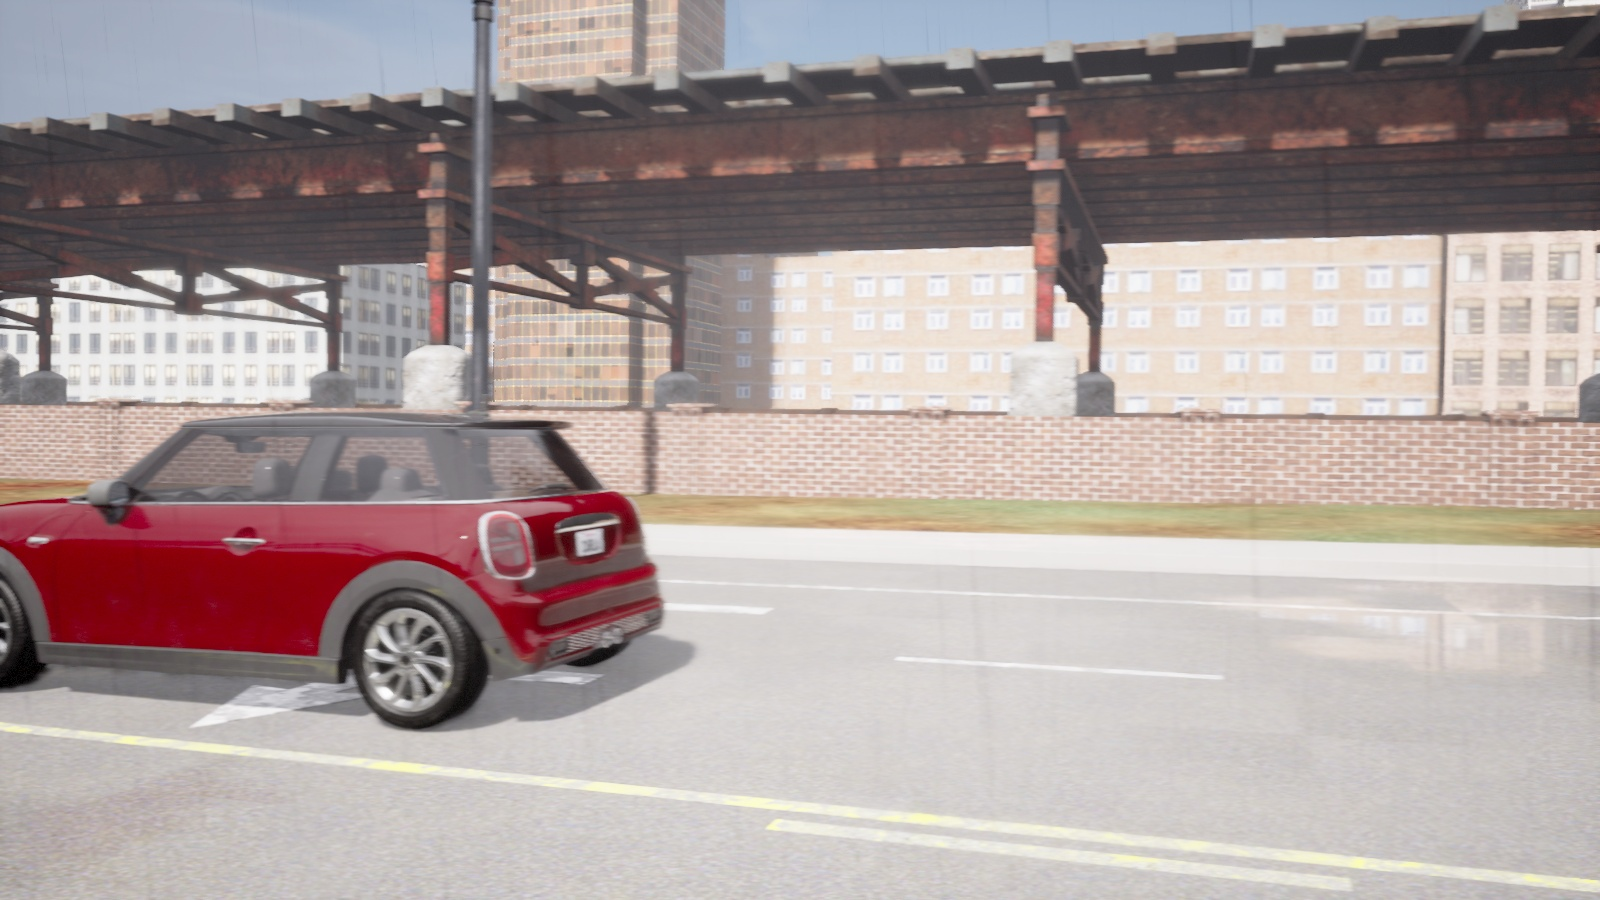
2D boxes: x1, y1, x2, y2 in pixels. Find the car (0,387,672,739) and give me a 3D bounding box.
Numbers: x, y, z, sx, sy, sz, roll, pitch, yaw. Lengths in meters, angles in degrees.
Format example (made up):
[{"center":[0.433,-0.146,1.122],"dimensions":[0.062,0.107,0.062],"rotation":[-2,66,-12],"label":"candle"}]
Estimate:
[{"center":[-3.344,0.524,8.008],"dimensions":[4.553,1.767,2.097],"rotation":[1,1,19],"label":"car"}]
